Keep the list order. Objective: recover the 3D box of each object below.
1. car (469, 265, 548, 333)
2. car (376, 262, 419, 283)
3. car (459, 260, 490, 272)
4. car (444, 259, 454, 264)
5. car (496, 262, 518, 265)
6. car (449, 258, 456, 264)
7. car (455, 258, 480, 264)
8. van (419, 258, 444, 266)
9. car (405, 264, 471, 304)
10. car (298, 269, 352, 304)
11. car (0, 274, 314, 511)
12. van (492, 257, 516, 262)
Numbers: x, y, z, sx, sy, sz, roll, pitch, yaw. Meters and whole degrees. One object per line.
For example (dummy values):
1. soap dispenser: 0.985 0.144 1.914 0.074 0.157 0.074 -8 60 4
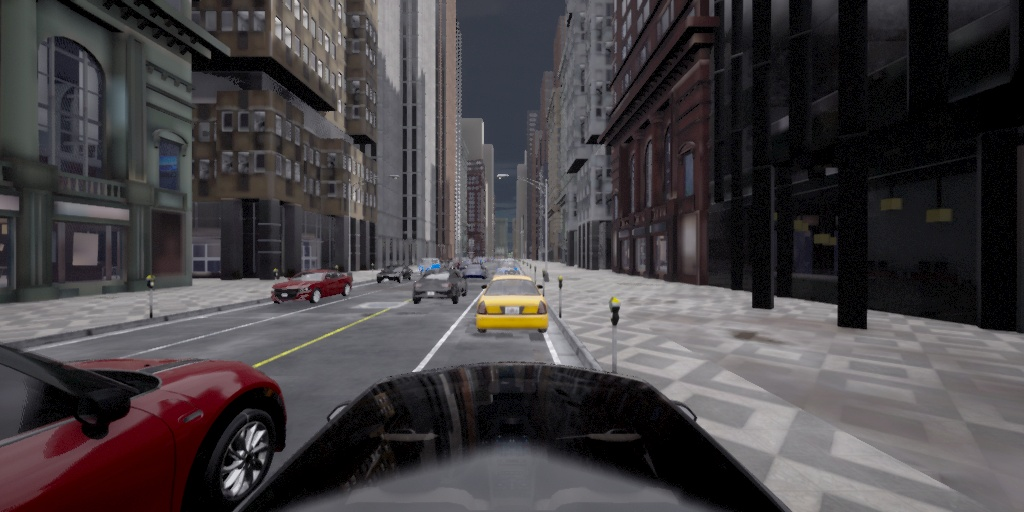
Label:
1. car: 0.005 1.207 10.690 1.801 1.575 5.366 0 0 0
2. car: -8.908 1.322 27.572 1.948 1.339 4.313 0 0 0
3. car: -3.145 1.332 31.188 1.994 1.385 4.181 0 0 0
4. car: -8.908 1.331 44.482 1.948 1.339 4.313 0 0 0
5. car: -0.383 1.279 22.119 1.751 1.417 4.829 0 0 0
6. car: -8.908 1.334 50.119 1.948 1.339 4.313 0 0 0
7. car: -6.145 1.371 50.187 2.033 1.411 5.357 0 0 0
8. van: -8.908 1.103 38.846 1.690 1.789 3.998 0 0 0
9. car: -3.145 1.286 16.188 1.812 1.442 4.674 0 0 0
10. car: -8.908 1.297 16.299 1.888 1.381 4.507 0 0 0
11. car: -3.145 1.101 1.470 2.097 1.767 4.553 0 0 0
12. van: -0.383 1.097 27.584 1.690 1.789 3.998 0 0 0
